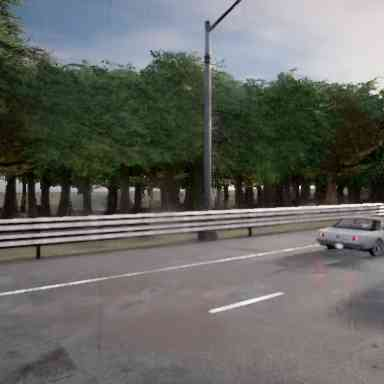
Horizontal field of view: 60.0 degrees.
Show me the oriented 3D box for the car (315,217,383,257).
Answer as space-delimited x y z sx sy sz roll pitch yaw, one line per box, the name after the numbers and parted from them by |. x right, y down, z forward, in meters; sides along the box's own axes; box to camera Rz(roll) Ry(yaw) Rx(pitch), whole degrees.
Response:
7.028 1.617 13.065 4.718 1.301 1.895 0 0 -35 | car
